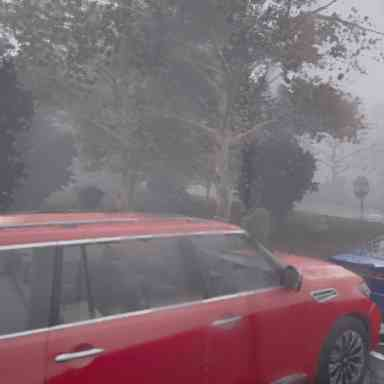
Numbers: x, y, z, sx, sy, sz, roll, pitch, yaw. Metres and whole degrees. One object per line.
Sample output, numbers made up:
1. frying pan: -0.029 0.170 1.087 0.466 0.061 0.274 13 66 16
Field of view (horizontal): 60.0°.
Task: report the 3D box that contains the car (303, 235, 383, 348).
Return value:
1. car: 4.822 1.498 6.418 5.008 1.535 2.097 0 0 -27
